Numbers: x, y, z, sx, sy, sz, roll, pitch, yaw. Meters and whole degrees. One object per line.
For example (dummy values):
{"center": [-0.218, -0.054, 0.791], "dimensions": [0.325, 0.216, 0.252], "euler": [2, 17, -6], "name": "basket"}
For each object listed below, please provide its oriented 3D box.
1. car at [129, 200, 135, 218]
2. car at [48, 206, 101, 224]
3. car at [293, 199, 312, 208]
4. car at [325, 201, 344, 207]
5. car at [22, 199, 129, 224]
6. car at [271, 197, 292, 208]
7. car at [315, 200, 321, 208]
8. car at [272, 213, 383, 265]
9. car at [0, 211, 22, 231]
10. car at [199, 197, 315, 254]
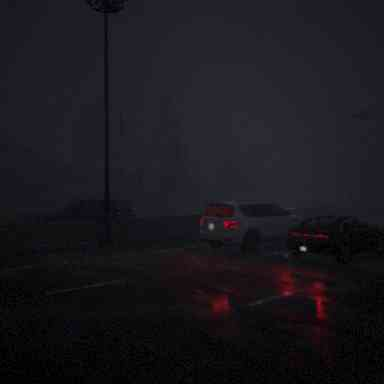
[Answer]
{"center": [-7.664, 1.677, 29.059], "dimensions": [5.566, 2.045, 2.150], "euler": [0, -1, -40], "name": "car"}
{"center": [-10.908, 2.075, 30.952], "dimensions": [4.181, 1.385, 1.994], "euler": [0, -1, -39], "name": "car"}
{"center": [19.877, 2.088, 59.821], "dimensions": [1.882, 1.535, 5.008], "euler": [-1, -1, 34], "name": "car"}
{"center": [21.462, 2.029, 49.866], "dimensions": [1.994, 1.385, 4.181], "euler": [-1, -1, 37], "name": "car"}
{"center": [-7.062, 1.561, 20.609], "dimensions": [5.566, 2.045, 2.150], "euler": [0, -1, -38], "name": "car"}
{"center": [16.476, 1.879, 60.984], "dimensions": [2.150, 2.045, 5.566], "euler": [-1, -1, 34], "name": "car"}
{"center": [18.928, 2.046, 52.289], "dimensions": [1.812, 1.442, 4.674], "euler": [-1, -1, 37], "name": "car"}
{"center": [5.426, 1.609, 12.249], "dimensions": [4.902, 1.511, 2.128], "euler": [0, -1, -40], "name": "car"}
{"center": [-10.836, 1.942, 22.113], "dimensions": [5.357, 1.411, 2.033], "euler": [0, -1, -37], "name": "car"}
{"center": [2.815, 1.394, 14.602], "dimensions": [5.566, 2.045, 2.150], "euler": [0, -1, -40], "name": "car"}
